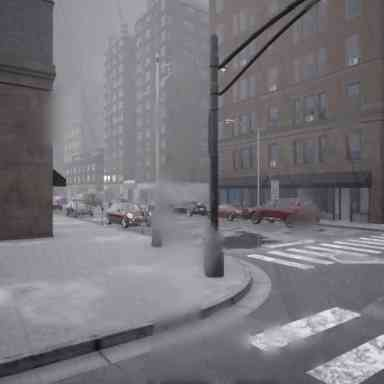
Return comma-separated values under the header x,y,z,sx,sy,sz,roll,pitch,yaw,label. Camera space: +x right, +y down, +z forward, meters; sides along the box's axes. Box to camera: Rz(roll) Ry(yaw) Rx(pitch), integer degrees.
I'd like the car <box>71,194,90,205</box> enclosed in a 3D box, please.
x,y,z,sx,sy,sz,roll,pitch,yaw,label
-20.017,1.297,59.616,2.097,1.767,4.553,0,0,-35,car

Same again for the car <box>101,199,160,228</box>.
x,y,z,sx,sy,sz,roll,pitch,yaw,label
-4.103,1.429,21.763,1.967,1.590,4.097,0,0,-35,car

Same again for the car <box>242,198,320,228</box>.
x,y,z,sx,sy,sz,roll,pitch,yaw,label
6.033,1.309,22.176,2.192,1.841,5.009,0,0,-35,car

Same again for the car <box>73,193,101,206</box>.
x,y,z,sx,sy,sz,roll,pitch,yaw,label
-15.439,1.180,47.879,2.150,2.045,5.566,0,0,-35,car

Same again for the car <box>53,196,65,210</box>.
x,y,z,sx,sy,sz,roll,pitch,yaw,label
-16.827,1.511,39.835,1.887,1.381,4.507,0,0,-35,car

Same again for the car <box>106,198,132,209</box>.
x,y,z,sx,sy,sz,roll,pitch,yaw,label
-9.867,1.531,44.759,1.947,1.339,4.313,0,0,-35,car

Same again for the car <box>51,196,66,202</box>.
x,y,z,sx,sy,sz,roll,pitch,yaw,label
-28.947,1.477,71.857,2.008,1.369,4.403,0,0,-35,car

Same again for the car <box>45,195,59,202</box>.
x,y,z,sx,sy,sz,roll,pitch,yaw,label
-32.127,1.470,76.374,2.008,1.369,4.403,0,0,-35,car

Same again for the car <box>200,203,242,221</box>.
x,y,z,sx,sy,sz,roll,pitch,yaw,label
2.853,1.571,26.693,1.802,1.307,4.206,0,0,-35,car

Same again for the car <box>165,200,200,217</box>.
x,y,z,sx,sy,sz,roll,pitch,yaw,label
-0.327,1.549,31.209,1.947,1.339,4.313,0,0,-35,car

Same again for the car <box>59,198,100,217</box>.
x,y,z,sx,sy,sz,roll,pitch,yaw,label
-10.465,1.529,30.799,2.008,1.369,4.403,0,0,-35,car

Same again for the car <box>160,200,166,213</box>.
x,y,z,sx,sy,sz,roll,pitch,yaw,label
-3.507,1.528,35.726,2.008,1.369,4.403,0,0,-35,car
